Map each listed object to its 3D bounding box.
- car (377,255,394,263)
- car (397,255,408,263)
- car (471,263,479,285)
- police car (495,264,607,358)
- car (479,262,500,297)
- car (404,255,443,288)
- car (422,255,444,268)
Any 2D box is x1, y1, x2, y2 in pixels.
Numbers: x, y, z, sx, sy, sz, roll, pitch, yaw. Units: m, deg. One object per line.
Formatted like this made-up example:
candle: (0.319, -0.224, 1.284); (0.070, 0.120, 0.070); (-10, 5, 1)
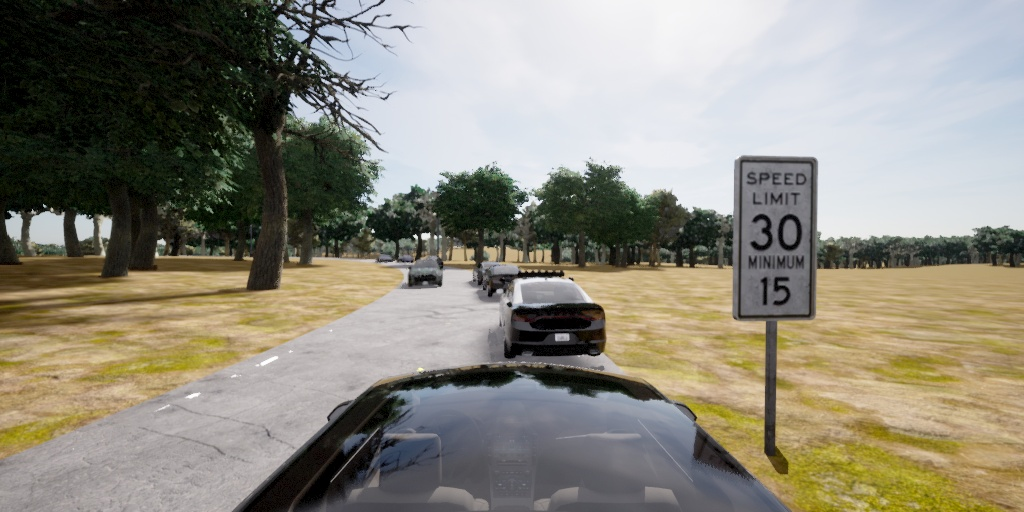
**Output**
car: (-21.516, 0.517, 60.722); (1.994, 1.385, 4.181); (-1, 1, -34)
car: (-18.437, 0.498, 61.886); (1.994, 1.385, 4.181); (-1, 1, -35)
car: (-1.616, 1.137, 24.690); (1.837, 1.490, 4.892); (0, 1, -12)
police car: (0.675, 1.166, 8.627); (1.930, 1.638, 5.238); (0, 0, -4)
car: (-0.474, 1.170, 18.667); (1.882, 1.535, 5.008); (0, 1, -9)
car: (-5.576, 1.008, 23.291); (2.097, 1.767, 4.553); (0, 1, -12)
car: (-10.589, 0.691, 47.799); (1.882, 1.535, 5.008); (0, 1, -25)
